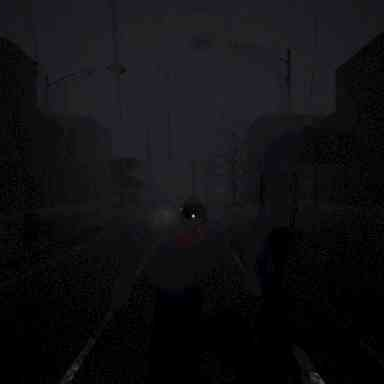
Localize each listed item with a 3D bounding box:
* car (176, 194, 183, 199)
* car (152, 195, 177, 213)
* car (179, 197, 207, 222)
[{"bbox_3d":[-3.004,1.150,76.038,2.128,1.511,4.902,0,0,0],"label":"car"},{"bbox_3d":[-3.096,1.364,35.313,2.128,1.511,4.902,0,0,0],"label":"car"},{"bbox_3d":[0.099,1.425,25.873,1.837,1.490,4.892,0,0,0],"label":"car"}]
